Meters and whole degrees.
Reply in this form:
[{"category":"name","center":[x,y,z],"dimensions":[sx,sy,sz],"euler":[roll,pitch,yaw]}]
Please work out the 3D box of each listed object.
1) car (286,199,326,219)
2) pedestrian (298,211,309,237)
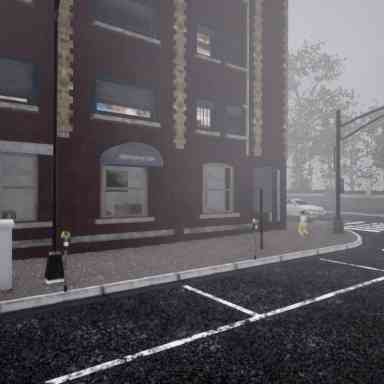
[{"category":"car","center":[8.008,1.256,25.815],"dimensions":[1.812,1.442,4.674],"euler":[0,1,-36]},{"category":"pedestrian","center":[5.138,1.414,15.223],"dimensions":[0.375,1.300,0.375],"euler":[0,0,-36]}]
